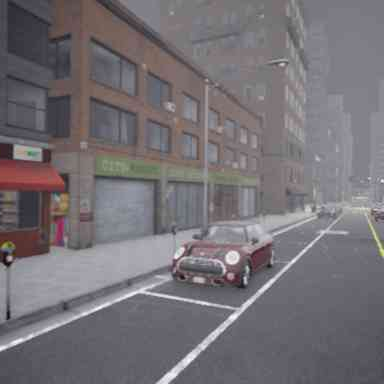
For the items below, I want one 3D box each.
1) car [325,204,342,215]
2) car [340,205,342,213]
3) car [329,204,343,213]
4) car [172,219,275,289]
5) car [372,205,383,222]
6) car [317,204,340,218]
[{"bbox_3d":[20.843,2.564,48.941,2.008,1.369,4.403,0,-1,27],"label":"car"},{"bbox_3d":[18.370,2.468,44.023,1.947,1.339,4.313,0,-1,27],"label":"car"},{"bbox_3d":[23.316,2.668,53.858,1.887,1.381,4.507,0,-1,27],"label":"car"},{"bbox_3d":[1.059,1.578,9.605,1.967,1.590,4.097,0,-1,27],"label":"car"},{"bbox_3d":[20.328,2.353,35.018,1.812,1.442,4.674,1,-1,27],"label":"car"},{"bbox_3d":[15.897,2.231,39.108,1.967,1.590,4.097,0,-1,27],"label":"car"}]
